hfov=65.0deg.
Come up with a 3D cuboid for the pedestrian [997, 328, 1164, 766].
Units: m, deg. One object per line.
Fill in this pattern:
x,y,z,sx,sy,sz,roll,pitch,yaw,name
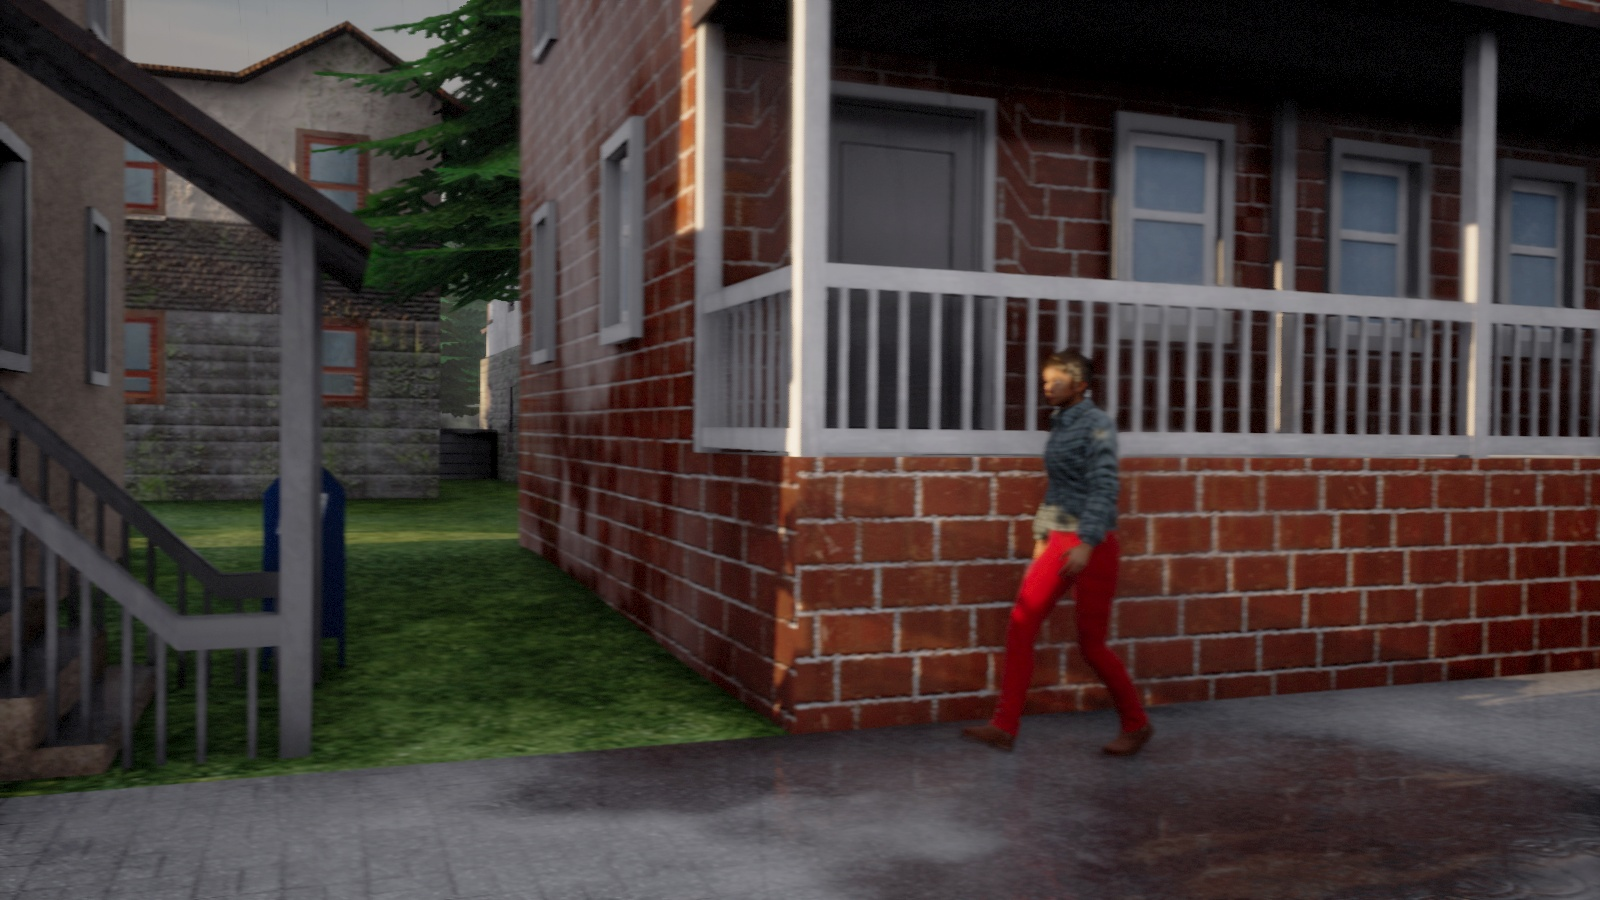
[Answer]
1.239,0.404,5.557,0.614,1.847,0.353,-1,1,-20,pedestrian
